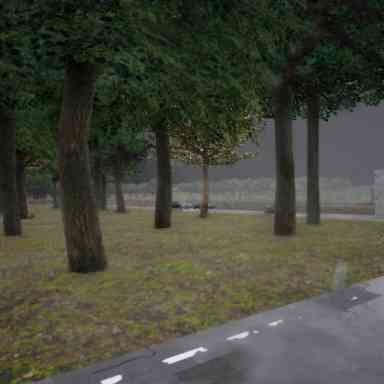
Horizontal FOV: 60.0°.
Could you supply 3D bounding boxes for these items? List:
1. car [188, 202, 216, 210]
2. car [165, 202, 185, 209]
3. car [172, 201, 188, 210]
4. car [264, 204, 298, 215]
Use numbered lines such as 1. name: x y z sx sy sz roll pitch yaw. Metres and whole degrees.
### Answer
1. car: 2.089 2.431 59.247 2.033 1.411 5.357 -1 0 -35
2. car: -3.460 2.649 67.026 1.895 1.301 4.718 -1 0 -35
3. car: -1.985 2.331 60.131 2.097 1.767 4.553 -1 0 -35
4. car: 11.048 2.147 41.530 1.994 1.385 4.181 -1 0 -35
